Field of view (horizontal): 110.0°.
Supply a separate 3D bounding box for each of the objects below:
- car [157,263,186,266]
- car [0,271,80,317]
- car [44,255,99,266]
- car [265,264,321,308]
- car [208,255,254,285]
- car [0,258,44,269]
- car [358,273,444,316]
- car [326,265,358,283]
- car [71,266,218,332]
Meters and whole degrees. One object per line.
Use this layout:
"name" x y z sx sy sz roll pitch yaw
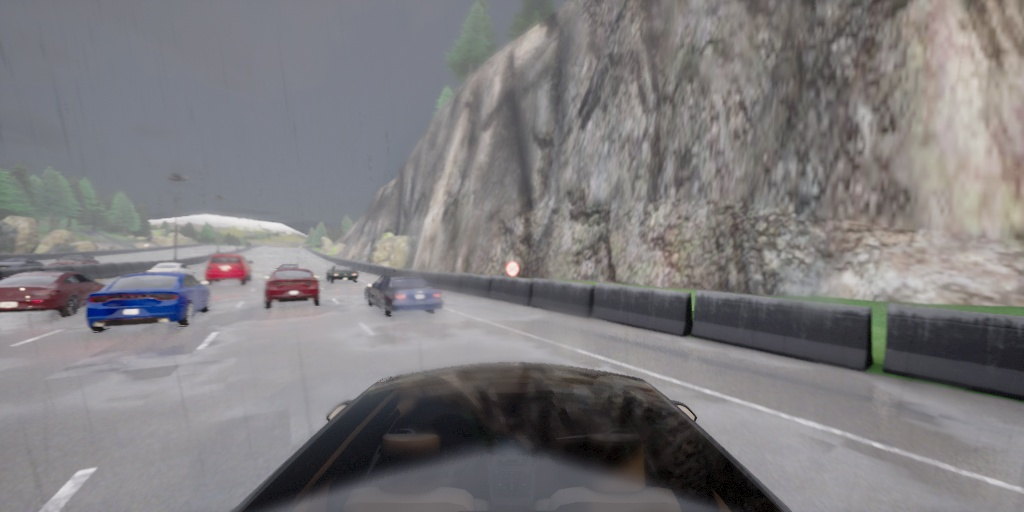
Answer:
"car" -23.723 1.176 24.984 1.812 1.442 4.674 1 0 -32
"car" -15.680 1.231 12.249 1.812 1.442 4.674 1 0 -32
"car" -42.726 0.682 35.124 2.097 1.767 4.553 1 0 -32
"car" -9.566 1.274 15.678 1.882 1.535 5.008 1 -1 -32
"car" -19.687 0.931 25.133 2.150 2.045 5.566 1 0 -32
"car" -45.623 0.852 33.158 1.994 1.385 4.181 1 0 -32
"car" -4.346 1.387 13.910 2.033 1.411 5.357 1 0 -32
"car" -13.534 1.399 28.485 1.895 1.301 4.718 1 0 -32
"car" -10.805 1.227 11.044 1.882 1.535 5.008 1 0 -32
